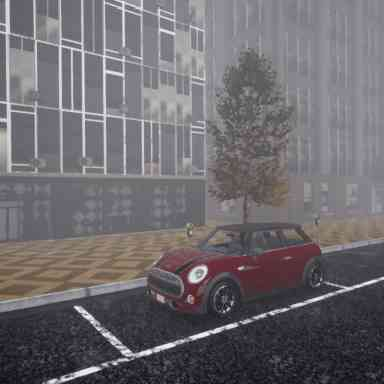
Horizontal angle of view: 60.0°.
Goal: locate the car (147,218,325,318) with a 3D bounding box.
[{"bbox_3d":[1.036,1.439,7.312,4.097,1.590,1.967,0,-1,-36],"label":"car"}]
